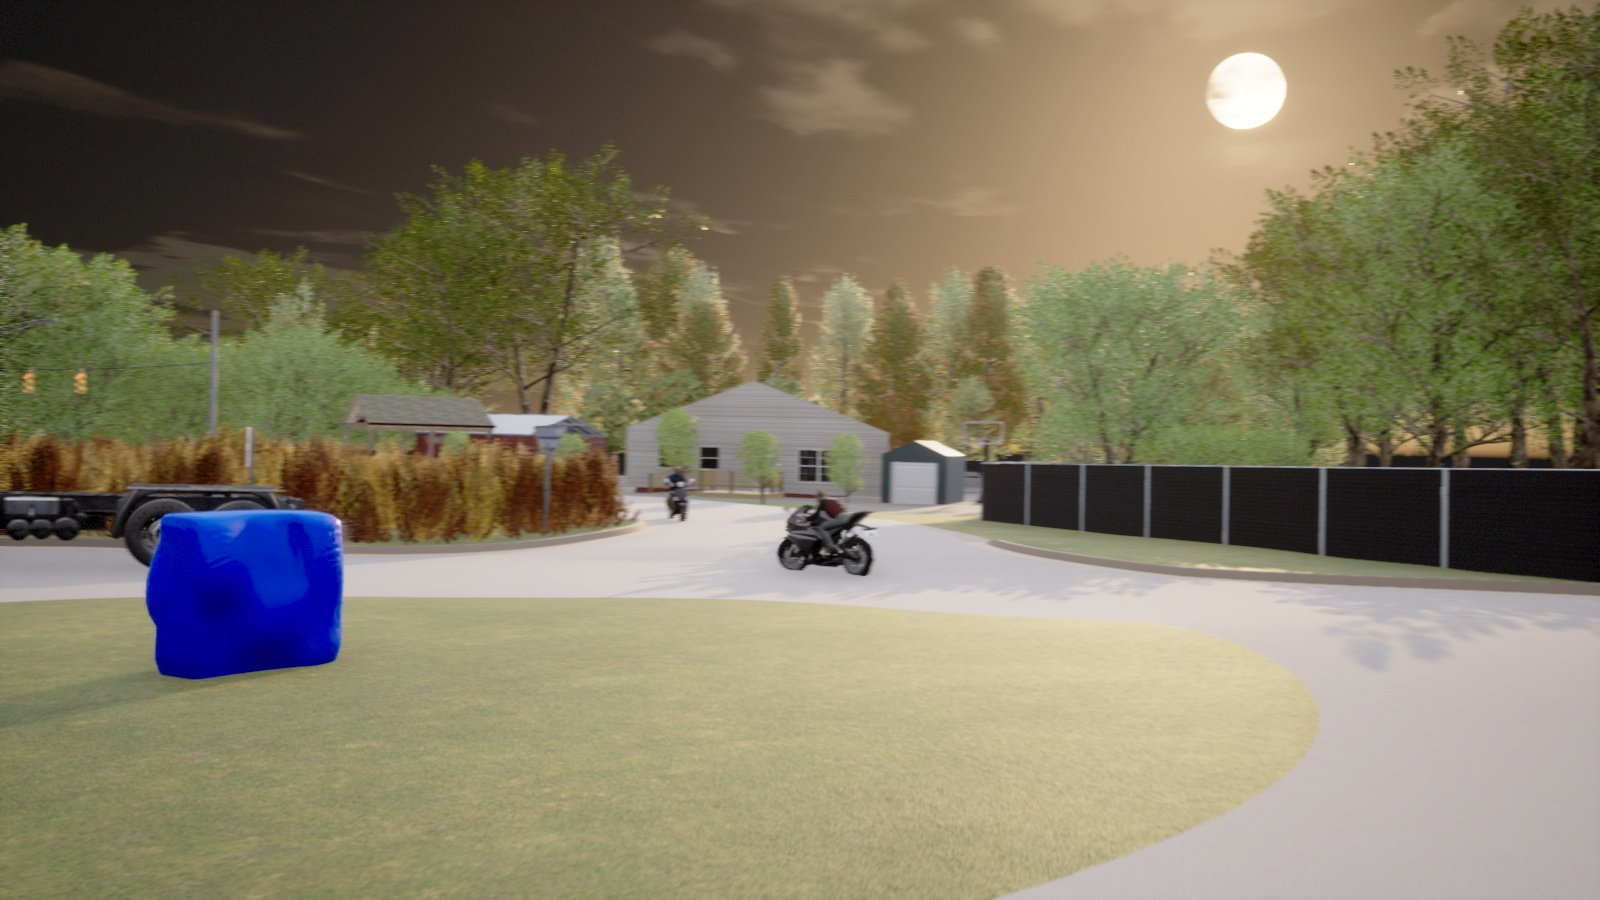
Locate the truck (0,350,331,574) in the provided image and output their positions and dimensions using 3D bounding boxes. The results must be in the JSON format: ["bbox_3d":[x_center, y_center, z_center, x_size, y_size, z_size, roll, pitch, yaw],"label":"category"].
[{"bbox_3d":[-12.267,0.216,21.070,7.936,3.462,2.891,2,-1,-25],"label":"truck"}]

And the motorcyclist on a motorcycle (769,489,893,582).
[{"bbox_3d":[0.530,1.482,22.374,2.191,1.530,0.866,-1,0,44],"label":"motorcyclist on a motorcycle"}]

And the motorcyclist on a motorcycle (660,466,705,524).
[{"bbox_3d":[-3.389,1.269,36.212,0.866,1.590,1.817,1,0,-19],"label":"motorcyclist on a motorcycle"}]
